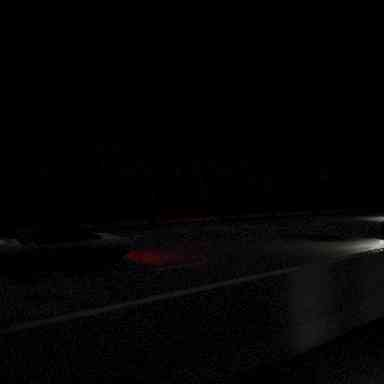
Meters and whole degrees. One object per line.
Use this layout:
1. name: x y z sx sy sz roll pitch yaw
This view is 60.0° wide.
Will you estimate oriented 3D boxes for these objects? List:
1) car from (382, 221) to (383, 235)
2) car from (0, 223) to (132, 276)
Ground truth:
1. car: 11.324 1.371 16.363 4.553 1.767 2.097 0 0 -35
2. car: -4.269 1.602 9.546 4.718 1.301 1.895 0 0 -35
